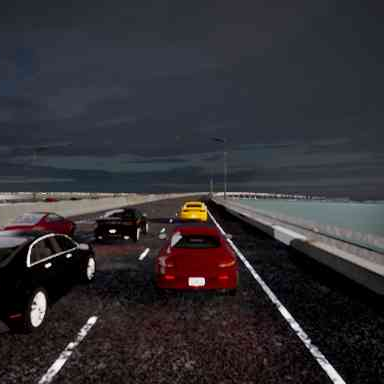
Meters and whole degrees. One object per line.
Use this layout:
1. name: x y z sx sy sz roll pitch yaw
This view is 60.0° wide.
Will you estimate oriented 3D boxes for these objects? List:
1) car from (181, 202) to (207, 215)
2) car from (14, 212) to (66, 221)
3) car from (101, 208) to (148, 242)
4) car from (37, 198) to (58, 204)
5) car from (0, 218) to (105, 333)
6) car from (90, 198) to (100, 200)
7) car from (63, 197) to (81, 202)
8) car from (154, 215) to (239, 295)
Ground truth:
1. car: 0.164 1.556 26.193 1.882 1.535 5.008 0 0 0
2. car: -6.890 1.610 15.284 1.994 1.385 4.181 0 0 0
3. car: -3.385 1.528 16.684 1.882 1.535 5.008 0 0 0
4. car: -24.107 1.682 55.679 1.812 1.442 4.674 0 0 2
5. car: -3.402 1.526 6.796 1.837 1.490 4.892 0 0 0
6. car: -17.036 1.707 58.226 1.812 1.442 4.674 0 0 1
7. car: -20.568 1.667 57.072 1.837 1.490 4.892 0 -1 1
8. car: 0.098 1.552 8.671 1.812 1.442 4.674 0 0 0
